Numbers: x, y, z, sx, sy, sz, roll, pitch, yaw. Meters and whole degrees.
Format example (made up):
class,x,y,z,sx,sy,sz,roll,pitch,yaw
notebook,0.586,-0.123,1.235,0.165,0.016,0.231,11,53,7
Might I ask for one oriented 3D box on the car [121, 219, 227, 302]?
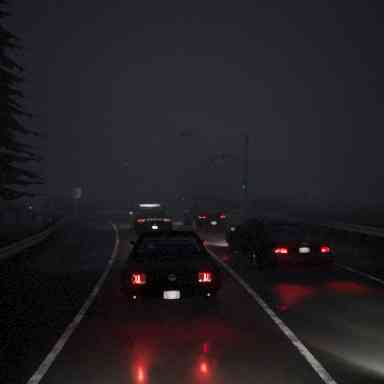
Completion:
class,x,y,z,sx,sy,sz,roll,pitch,yaw
car,-0.601,1.601,8.312,1.895,1.301,4.718,0,0,-6

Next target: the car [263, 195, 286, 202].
class,x,y,z,sx,sy,sz,roll,pitch,yaw
car,19.140,1.499,77.259,4.892,1.490,1.837,0,0,-21

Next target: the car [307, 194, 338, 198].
class,x,y,z,sx,sy,sz,roll,pitch,yaw
car,27.118,1.477,69.089,5.008,1.535,1.882,0,0,-21

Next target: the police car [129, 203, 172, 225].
class,x,y,z,sx,sy,sz,roll,pitch,yaw
police car,-2.267,1.425,17.776,1.930,1.638,5.238,0,0,-13

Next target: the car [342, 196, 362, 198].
class,x,y,z,sx,sy,sz,roll,pitch,yaw
car,36.425,1.539,73.694,5.357,1.411,2.033,0,0,-31

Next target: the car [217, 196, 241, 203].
class,x,y,z,sx,sy,sz,roll,pitch,yaw
car,7.797,1.523,69.257,4.674,1.442,1.812,0,0,-21

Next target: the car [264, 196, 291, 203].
class,x,y,z,sx,sy,sz,roll,pitch,yaw
car,17.804,1.539,69.278,5.357,1.411,2.033,0,0,-21

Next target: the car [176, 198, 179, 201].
class,x,y,z,sx,sy,sz,roll,pitch,yaw
car,-0.060,1.351,62.669,4.553,1.767,2.097,0,0,-22

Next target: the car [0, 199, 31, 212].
class,x,y,z,sx,sy,sz,roll,pitch,yaw
car,-22.069,1.549,39.231,5.357,1.411,2.033,0,0,-21

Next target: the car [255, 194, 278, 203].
class,x,y,z,sx,sy,sz,roll,pitch,yaw
car,16.221,1.354,72.422,4.553,1.767,2.097,0,0,-21

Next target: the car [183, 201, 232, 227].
class,x,y,z,sx,sy,sz,roll,pitch,yaw
car,0.678,1.525,20.467,1.812,1.442,4.674,0,0,-13

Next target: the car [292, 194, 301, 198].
class,x,y,z,sx,sy,sz,roll,pitch,yaw
car,18.669,1.525,65.886,4.674,1.442,1.812,0,0,-20

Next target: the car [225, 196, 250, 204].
class,x,y,z,sx,sy,sz,roll,pitch,yaw
car,8.974,1.525,66.013,4.674,1.442,1.812,0,0,-20

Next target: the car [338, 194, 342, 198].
class,x,y,z,sx,sy,sz,roll,pitch,yaw
car,36.141,1.539,77.654,5.357,1.411,2.033,0,0,-31

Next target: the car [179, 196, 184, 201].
class,x,y,z,sx,sy,sz,roll,pitch,yaw
car,0.497,1.563,59.139,4.181,1.385,1.994,0,0,-21

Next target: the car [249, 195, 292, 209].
class,x,y,z,sx,sy,sz,roll,pitch,yaw
car,10.133,1.477,43.855,5.008,1.535,1.882,0,0,-21

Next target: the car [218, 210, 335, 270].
class,x,y,z,sx,sy,sz,roll,pitch,yaw
car,2.542,1.547,11.065,2.033,1.411,5.357,0,0,-8

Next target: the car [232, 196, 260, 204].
class,x,y,z,sx,sy,sz,roll,pitch,yaw
car,10.142,1.504,62.743,4.892,1.490,1.837,0,0,-20

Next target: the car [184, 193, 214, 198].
class,x,y,z,sx,sy,sz,roll,pitch,yaw
car,2.144,1.222,48.331,5.566,2.045,2.150,0,0,-21

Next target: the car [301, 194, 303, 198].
class,x,y,z,sx,sy,sz,roll,pitch,yaw
car,26.909,1.539,72.779,5.357,1.411,2.033,0,0,-23

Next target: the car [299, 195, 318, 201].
class,x,y,z,sx,sy,sz,roll,pitch,yaw
car,28.406,1.551,81.251,4.181,1.385,1.994,0,0,-27

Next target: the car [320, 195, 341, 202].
class,x,y,z,sx,sy,sz,roll,pitch,yaw
car,33.397,1.524,80.048,4.902,1.511,2.128,0,0,-31

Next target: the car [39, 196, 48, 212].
class,x,y,z,sx,sy,sz,roll,pitch,yaw
car,-15.029,1.357,38.138,4.553,1.767,2.097,0,0,-21

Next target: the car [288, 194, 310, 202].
class,x,y,z,sx,sy,sz,roll,pitch,yaw
car,24.278,1.354,75.501,4.553,1.767,2.097,0,0,-21

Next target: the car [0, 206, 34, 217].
class,x,y,z,sx,sy,sz,roll,pitch,yaw
car,-16.714,1.358,30.027,4.553,1.767,2.097,0,0,-21

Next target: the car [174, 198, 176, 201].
class,x,y,z,sx,sy,sz,roll,pitch,yaw
car,-1.583,1.490,65.810,4.902,1.511,2.128,0,0,-20

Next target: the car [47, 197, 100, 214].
class,x,y,z,sx,sy,sz,roll,pitch,yaw
car,-12.398,1.498,35.387,4.902,1.511,2.128,0,0,-21

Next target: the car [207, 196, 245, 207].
class,x,y,z,sx,sy,sz,roll,pitch,yaw
car,4.601,1.600,45.516,4.718,1.301,1.895,0,0,-21

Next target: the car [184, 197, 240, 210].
class,x,y,z,sx,sy,sz,roll,pitch,yaw
car,2.228,1.548,37.145,5.357,1.411,2.033,0,0,-21

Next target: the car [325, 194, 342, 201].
class,x,y,z,sx,sy,sz,roll,pitch,yaw
car,37.004,1.324,86.797,4.553,1.767,2.097,0,0,-35
